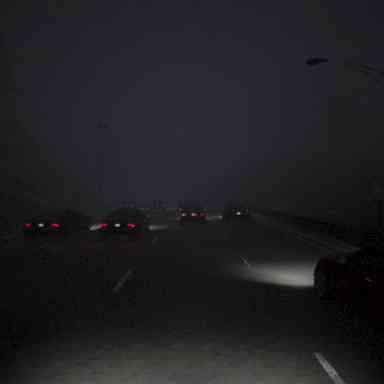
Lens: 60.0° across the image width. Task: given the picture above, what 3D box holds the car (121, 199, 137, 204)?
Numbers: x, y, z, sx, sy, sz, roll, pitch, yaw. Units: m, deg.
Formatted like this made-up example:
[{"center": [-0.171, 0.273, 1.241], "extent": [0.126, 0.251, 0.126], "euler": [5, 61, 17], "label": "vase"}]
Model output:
[{"center": [-7.741, 1.604, 40.636], "extent": [2.033, 1.411, 5.357], "euler": [0, 0, -6], "label": "car"}]

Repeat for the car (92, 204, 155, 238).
[{"center": [-3.415, 1.572, 17.715], "extent": [2.033, 1.411, 5.357], "euler": [0, 0, 0], "label": "car"}]

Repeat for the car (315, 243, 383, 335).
[{"center": [3.595, 1.533, 5.402], "extent": [1.812, 1.442, 4.674], "euler": [0, 0, 0], "label": "car"}]

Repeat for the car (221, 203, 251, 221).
[{"center": [3.528, 1.602, 27.380], "extent": [1.994, 1.385, 4.181], "euler": [0, 0, -1], "label": "car"}]

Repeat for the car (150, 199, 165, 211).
[{"center": [-4.217, 1.603, 40.627], "extent": [2.033, 1.411, 5.357], "euler": [0, 0, -6], "label": "car"}]

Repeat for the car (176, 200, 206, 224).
[{"center": [0.070, 1.582, 24.822], "extent": [2.033, 1.411, 5.357], "euler": [0, 0, 0], "label": "car"}]

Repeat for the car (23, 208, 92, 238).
[{"center": [-6.916, 1.572, 17.736], "extent": [2.033, 1.411, 5.357], "euler": [0, 0, 0], "label": "car"}]
